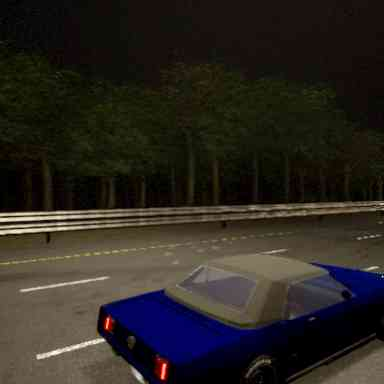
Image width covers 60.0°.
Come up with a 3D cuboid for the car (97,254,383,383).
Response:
[{"bbox_3d":[1.248,1.602,4.761,4.718,1.301,1.895,0,0,-36],"label":"car"}]
